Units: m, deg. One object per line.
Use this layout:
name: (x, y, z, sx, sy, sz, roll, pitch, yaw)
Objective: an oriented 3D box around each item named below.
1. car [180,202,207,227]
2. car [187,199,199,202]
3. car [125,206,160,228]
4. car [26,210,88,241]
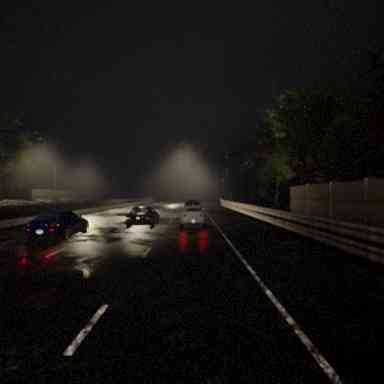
car: (0.093, 1.703, 24.079, 1.812, 1.442, 4.674, 0, 0, 0)
car: (0.089, 1.667, 41.513, 2.097, 1.767, 4.553, 0, 0, 0)
car: (-3.404, 1.720, 23.484, 2.033, 1.411, 5.357, 0, 0, 0)
car: (-6.905, 1.653, 17.364, 1.812, 1.442, 4.674, 0, 0, 0)
